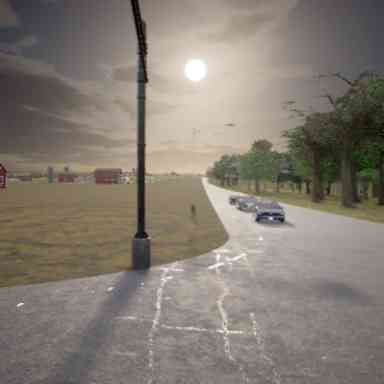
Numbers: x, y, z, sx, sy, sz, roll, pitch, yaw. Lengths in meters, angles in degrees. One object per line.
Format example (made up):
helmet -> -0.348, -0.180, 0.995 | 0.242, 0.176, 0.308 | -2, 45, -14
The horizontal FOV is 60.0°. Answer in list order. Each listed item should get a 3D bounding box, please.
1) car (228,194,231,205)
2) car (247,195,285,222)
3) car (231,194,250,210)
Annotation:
car -> 5.714, 0.931, 43.234 | 1.895, 1.301, 4.718 | 1, 1, 2
car -> 5.127, 1.199, 22.932 | 2.033, 1.411, 5.357 | 1, 1, 7
car -> 5.394, 0.990, 33.057 | 2.128, 1.511, 4.902 | 1, 1, 2
